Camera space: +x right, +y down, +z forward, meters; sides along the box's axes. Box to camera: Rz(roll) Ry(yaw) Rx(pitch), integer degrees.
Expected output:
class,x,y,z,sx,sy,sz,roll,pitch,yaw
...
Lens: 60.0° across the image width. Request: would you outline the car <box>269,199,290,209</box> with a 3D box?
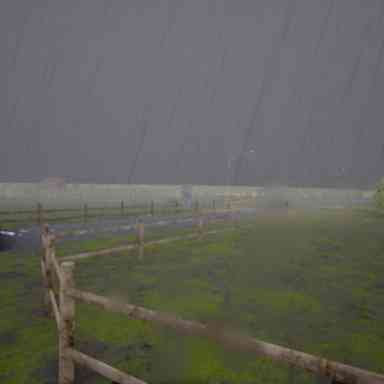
class,x,y,z,sx,sy,sz,roll,pitch,yaw
car,13.423,1.789,50.806,1.994,1.385,4.181,2,1,35
